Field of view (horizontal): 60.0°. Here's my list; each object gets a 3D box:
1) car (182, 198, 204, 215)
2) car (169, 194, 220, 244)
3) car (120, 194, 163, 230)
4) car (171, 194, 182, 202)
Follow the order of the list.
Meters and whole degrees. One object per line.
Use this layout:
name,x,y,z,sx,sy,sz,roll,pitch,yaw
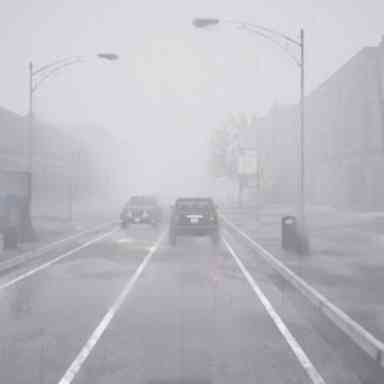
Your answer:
car,0.103,1.396,33.807,2.128,1.511,4.902,0,0,0
car,0.101,1.214,15.916,2.150,2.045,5.566,0,0,0
car,-3.098,1.197,21.535,2.150,2.045,5.566,0,0,0
car,-3.017,1.099,63.984,1.837,1.490,4.892,0,1,1
